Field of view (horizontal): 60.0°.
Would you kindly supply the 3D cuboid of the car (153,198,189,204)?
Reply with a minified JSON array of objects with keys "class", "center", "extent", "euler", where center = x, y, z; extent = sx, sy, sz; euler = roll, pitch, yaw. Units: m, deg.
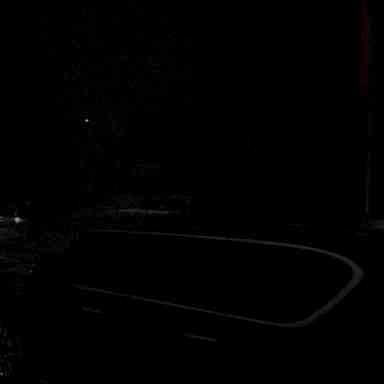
[{"class":"car","center":[-2.366,1.623,43.460],"extent":[2.128,1.511,4.902],"euler":[2,1,36]}]

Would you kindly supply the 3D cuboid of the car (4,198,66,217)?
[{"class":"car","center":[-14.833,1.427,31.699],"extent":[1.882,1.535,5.008],"euler":[2,1,36]}]

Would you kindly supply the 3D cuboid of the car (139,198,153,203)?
[{"class":"car","center":[-5.207,1.525,45.074],"extent":[2.128,1.511,4.902],"euler":[2,1,36]}]

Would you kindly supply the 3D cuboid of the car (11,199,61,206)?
[{"class":"car","center":[-12.834,1.530,28.919],"extent":[2.128,1.511,4.902],"euler":[2,1,36]}]

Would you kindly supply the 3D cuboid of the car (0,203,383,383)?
[{"class":"car","center":[-0.194,1.240,3.701],"extent":[5.566,2.045,2.150],"euler":[-1,0,36]}]
